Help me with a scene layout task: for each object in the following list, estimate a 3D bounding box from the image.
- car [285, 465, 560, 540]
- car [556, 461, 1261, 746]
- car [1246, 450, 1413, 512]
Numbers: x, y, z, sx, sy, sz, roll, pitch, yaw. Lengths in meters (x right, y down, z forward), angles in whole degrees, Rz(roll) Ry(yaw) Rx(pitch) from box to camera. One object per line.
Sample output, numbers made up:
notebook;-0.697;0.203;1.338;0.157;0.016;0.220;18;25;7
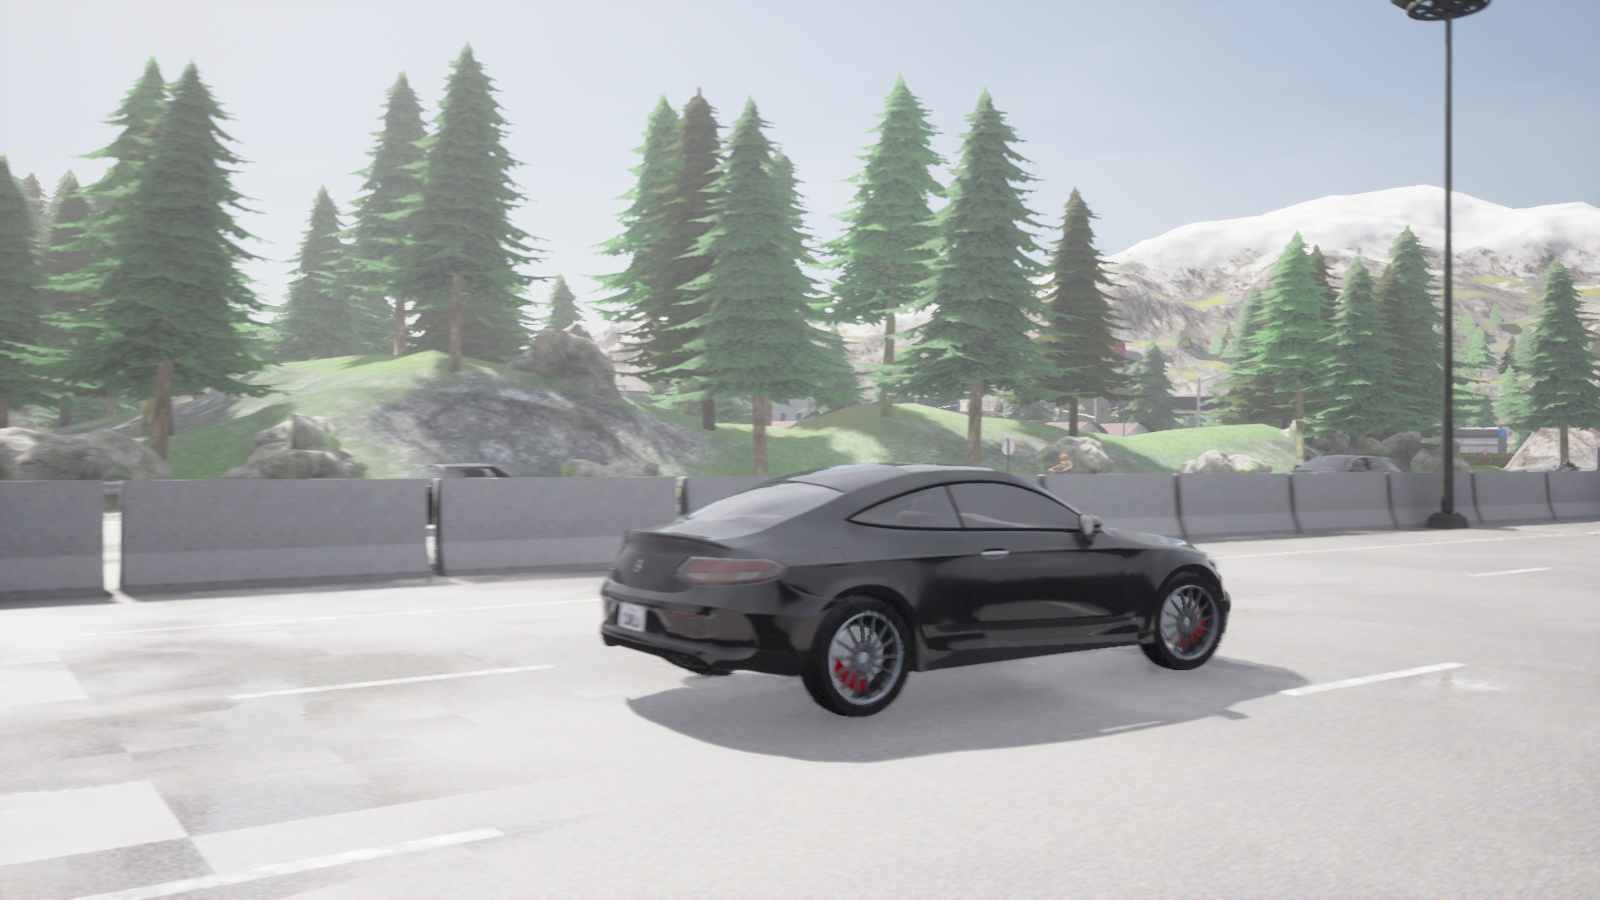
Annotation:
car;-7.220;0.946;24.214;4.718;1.301;1.895;0;0;-35
car;0.895;0.807;8.527;4.674;1.442;1.812;0;0;-34
car;14.929;0.837;35.288;4.856;1.649;2.033;1;0;-35
